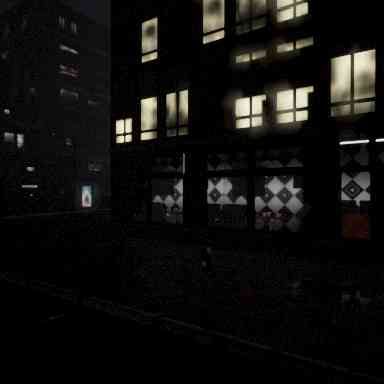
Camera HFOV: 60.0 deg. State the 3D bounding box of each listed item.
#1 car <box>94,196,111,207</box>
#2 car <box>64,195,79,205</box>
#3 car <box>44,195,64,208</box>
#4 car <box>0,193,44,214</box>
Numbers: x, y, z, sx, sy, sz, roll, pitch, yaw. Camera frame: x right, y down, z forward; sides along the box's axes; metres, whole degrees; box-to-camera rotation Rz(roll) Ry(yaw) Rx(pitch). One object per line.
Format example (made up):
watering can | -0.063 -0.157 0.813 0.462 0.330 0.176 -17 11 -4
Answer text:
car | -9.754 1.072 38.170 1.947 1.339 4.313 1 2 35
car | -16.660 1.074 42.917 1.802 1.307 4.206 1 2 35
car | -17.384 1.095 37.384 1.837 1.490 4.892 0 1 35
car | -16.106 1.029 29.069 2.192 1.841 5.009 1 2 35
